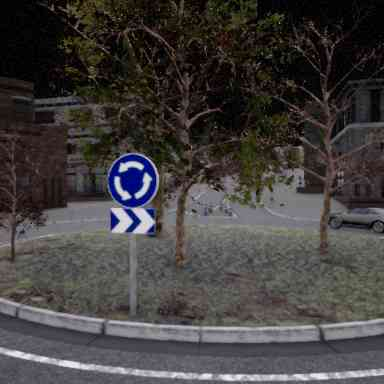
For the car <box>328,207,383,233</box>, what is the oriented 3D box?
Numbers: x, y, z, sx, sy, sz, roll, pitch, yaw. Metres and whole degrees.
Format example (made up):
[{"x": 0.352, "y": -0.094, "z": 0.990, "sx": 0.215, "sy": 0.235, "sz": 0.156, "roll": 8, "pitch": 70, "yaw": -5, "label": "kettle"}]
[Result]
[{"x": 10.200, "y": 1.557, "z": 19.777, "sx": 1.994, "sy": 1.385, "sz": 4.181, "roll": 0, "pitch": 0, "yaw": -32, "label": "car"}]
